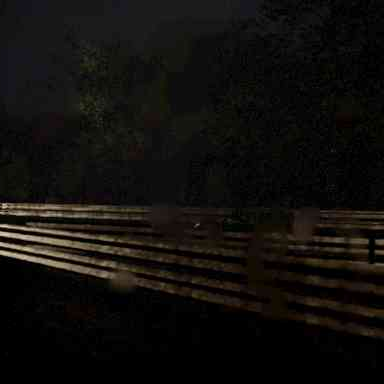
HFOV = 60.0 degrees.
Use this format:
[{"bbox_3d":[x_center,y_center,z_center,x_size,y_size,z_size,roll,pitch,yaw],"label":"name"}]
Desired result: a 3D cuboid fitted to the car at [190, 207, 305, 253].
[{"bbox_3d":[2.183,1.391,13.222,4.553,1.767,2.097,0,0,23],"label":"car"}]
